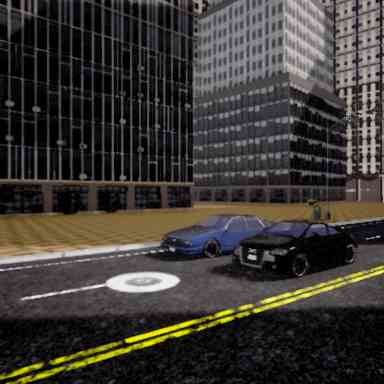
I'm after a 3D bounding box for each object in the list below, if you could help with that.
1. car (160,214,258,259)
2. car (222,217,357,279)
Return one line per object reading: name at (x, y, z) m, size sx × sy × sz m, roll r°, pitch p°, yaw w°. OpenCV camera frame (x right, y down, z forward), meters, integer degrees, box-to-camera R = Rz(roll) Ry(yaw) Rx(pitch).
car at (1.457, 1.560, 12.883) m, size 5.357 × 1.411 × 2.033 m, roll 0°, pitch 0°, yaw -37°
car at (3.214, 1.573, 10.164) m, size 4.181 × 1.385 × 1.994 m, roll 0°, pitch 0°, yaw -37°
